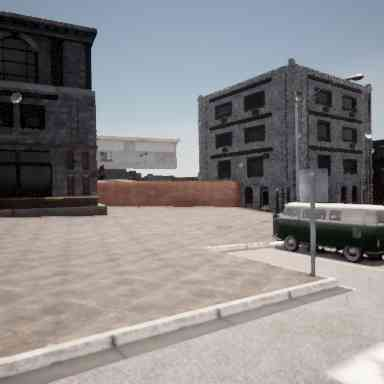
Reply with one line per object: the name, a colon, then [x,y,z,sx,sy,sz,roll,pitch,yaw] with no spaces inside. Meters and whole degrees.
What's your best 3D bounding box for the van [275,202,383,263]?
van: [5.259,1.430,12.898,1.878,1.987,4.442,2,-1,-35]
